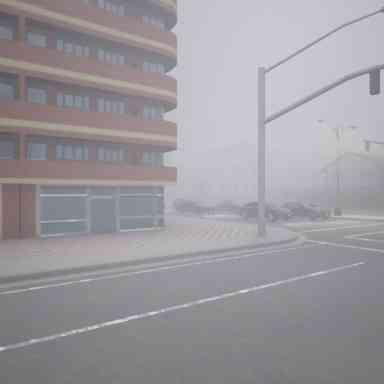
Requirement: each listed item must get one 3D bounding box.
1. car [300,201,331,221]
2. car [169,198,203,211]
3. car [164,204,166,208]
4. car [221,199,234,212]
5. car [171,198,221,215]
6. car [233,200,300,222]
[{"bbox_3d":[9.279,1.526,27.914,1.812,1.442,4.674,0,0,-34],"label":"car"},{"bbox_3d":[-0.839,1.505,42.595,1.837,1.490,4.892,0,0,-35],"label":"car"},{"bbox_3d":[-5.392,1.547,43.038,2.033,1.411,5.357,0,0,-34],"label":"car"},{"bbox_3d":[4.344,1.526,35.085,1.812,1.442,4.674,0,0,-34],"label":"car"},{"bbox_3d":[0.321,1.545,34.738,2.033,1.411,5.357,0,0,-34],"label":"car"},{"bbox_3d":[5.844,1.505,26.709,1.837,1.490,4.892,0,0,-34],"label":"car"}]
